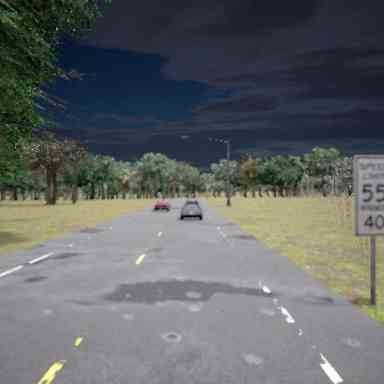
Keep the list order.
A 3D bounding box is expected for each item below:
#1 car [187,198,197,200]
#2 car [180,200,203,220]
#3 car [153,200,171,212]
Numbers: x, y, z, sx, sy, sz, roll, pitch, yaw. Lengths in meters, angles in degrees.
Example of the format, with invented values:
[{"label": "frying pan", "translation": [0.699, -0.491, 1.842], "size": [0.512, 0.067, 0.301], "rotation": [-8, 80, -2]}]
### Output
[{"label": "car", "translation": [-0.022, 1.571, 45.800], "size": [2.128, 1.511, 4.902], "rotation": [0, 0, 0]}, {"label": "car", "translation": [-0.022, 1.677, 29.696], "size": [1.994, 1.385, 4.181], "rotation": [0, 0, 1]}, {"label": "car", "translation": [-3.593, 1.699, 40.682], "size": [1.895, 1.301, 4.718], "rotation": [0, 0, 0]}]
